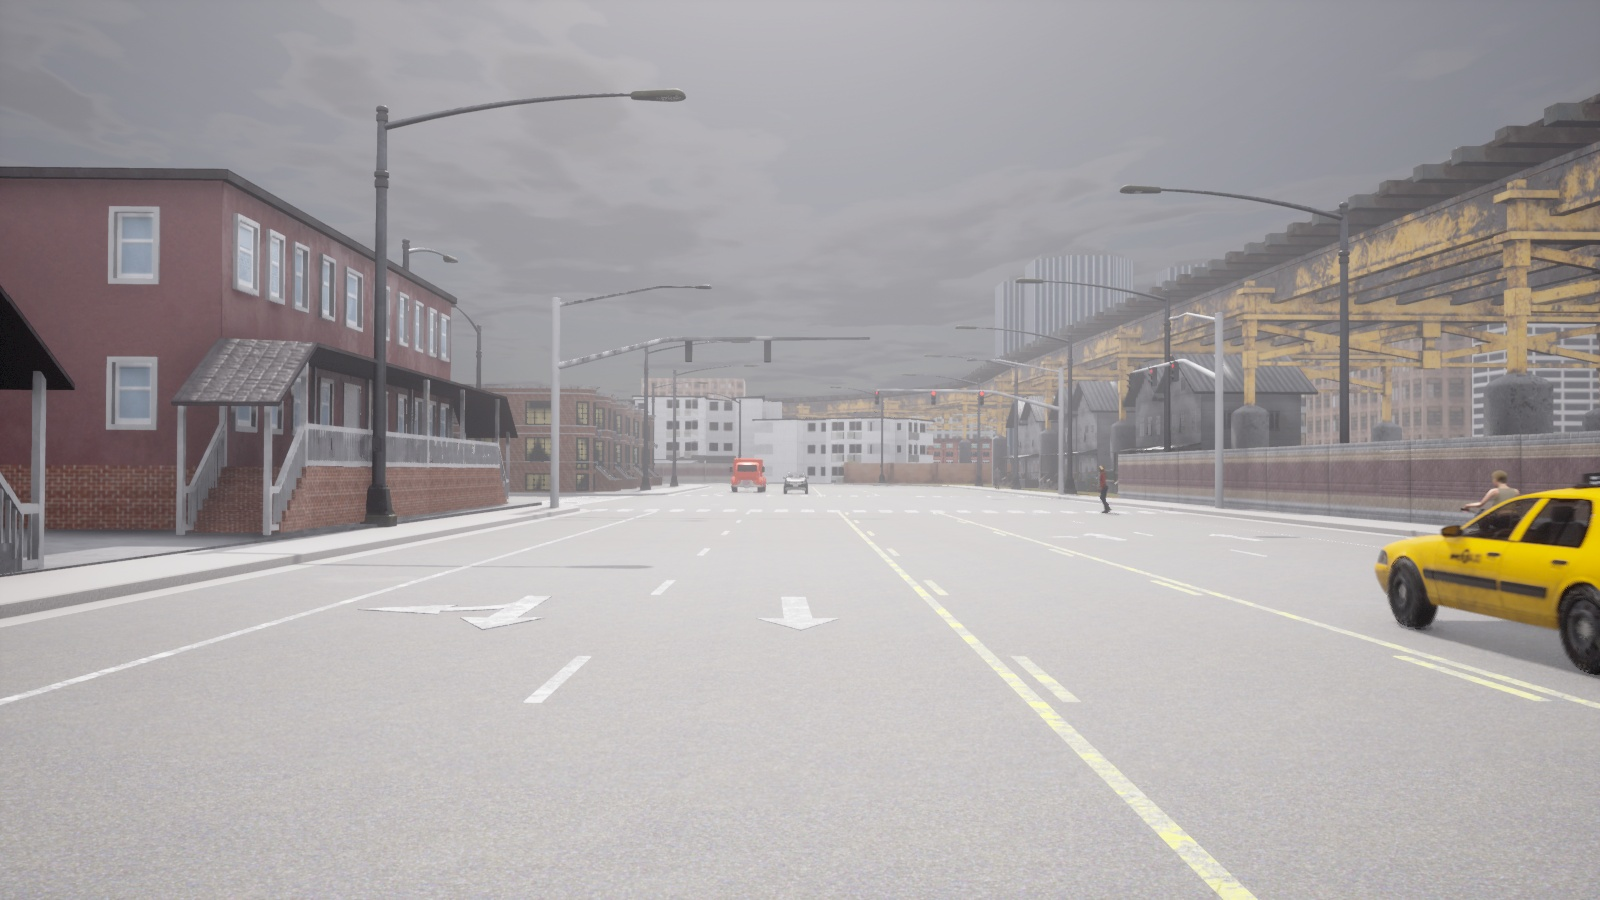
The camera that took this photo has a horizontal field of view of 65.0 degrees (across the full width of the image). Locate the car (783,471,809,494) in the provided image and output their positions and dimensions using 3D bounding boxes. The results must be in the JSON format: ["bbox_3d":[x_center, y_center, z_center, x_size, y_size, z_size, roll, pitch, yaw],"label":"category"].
[{"bbox_3d":[-0.259,2.240,86.340,1.789,1.549,3.705,0,-1,0],"label":"car"}]

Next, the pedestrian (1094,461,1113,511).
[{"bbox_3d":[11.374,1.356,47.076,0.636,1.846,0.331,0,-1,8],"label":"pedestrian"}]

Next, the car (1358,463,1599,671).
[{"bbox_3d":[6.966,0.909,10.921,1.801,1.575,5.366,0,-1,0],"label":"car"}]

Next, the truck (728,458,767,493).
[{"bbox_3d":[-3.784,1.878,91.766,2.627,2.467,5.204,0,-1,0],"label":"truck"}]
